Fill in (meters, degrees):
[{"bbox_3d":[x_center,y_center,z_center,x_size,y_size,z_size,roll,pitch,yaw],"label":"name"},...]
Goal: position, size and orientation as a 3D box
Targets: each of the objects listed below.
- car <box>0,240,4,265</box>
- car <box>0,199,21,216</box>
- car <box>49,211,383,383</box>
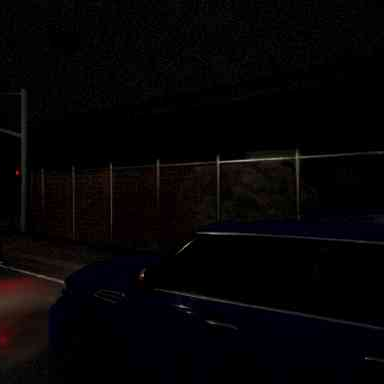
[{"bbox_3d":[-7.110,1.492,9.063,4.902,1.511,2.128,0,0,33],"label":"car"},{"bbox_3d":[-17.019,1.408,30.232,2.097,1.767,4.553,0,0,35],"label":"car"},{"bbox_3d":[0.904,1.221,3.346,5.566,2.045,2.150,0,0,35],"label":"car"}]
